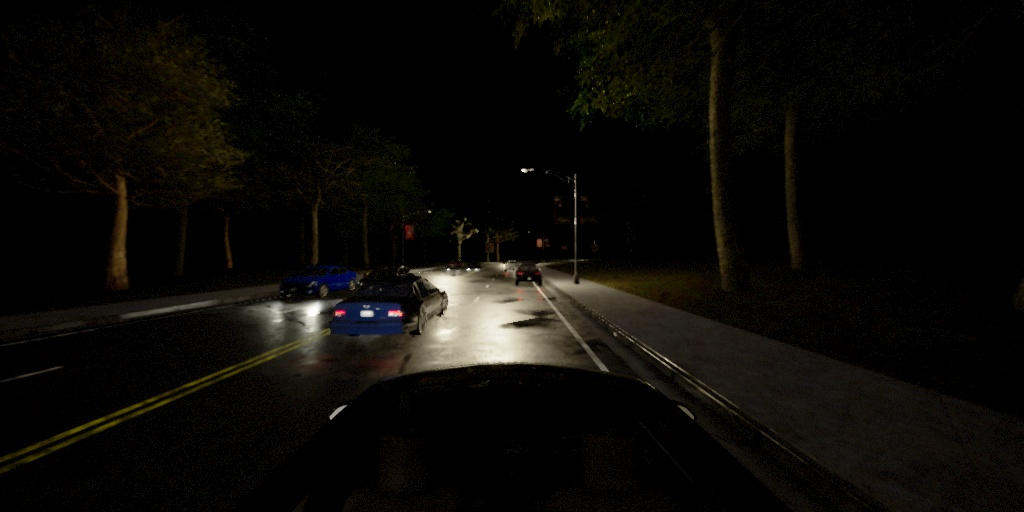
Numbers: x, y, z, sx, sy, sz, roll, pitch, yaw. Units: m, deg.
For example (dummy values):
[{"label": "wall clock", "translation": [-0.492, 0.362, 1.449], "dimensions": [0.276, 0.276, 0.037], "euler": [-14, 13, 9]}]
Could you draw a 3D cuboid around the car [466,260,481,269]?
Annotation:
[{"label": "car", "translation": [-6.454, 1.389, 60.367], "dimensions": [1.994, 1.385, 4.181], "euler": [0, 0, 2]}]

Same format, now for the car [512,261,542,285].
[{"label": "car", "translation": [1.136, 1.294, 25.758], "dimensions": [1.812, 1.442, 4.674], "euler": [0, 0, 0]}]

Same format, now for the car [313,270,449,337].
[{"label": "car", "translation": [-3.151, 1.302, 10.302], "dimensions": [2.033, 1.411, 5.357], "euler": [0, 0, 0]}]

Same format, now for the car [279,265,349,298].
[{"label": "car", "translation": [-9.850, 1.239, 18.624], "dimensions": [1.882, 1.535, 5.008], "euler": [0, 0, 0]}]

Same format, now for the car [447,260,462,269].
[{"label": "car", "translation": [-9.703, 1.354, 60.601], "dimensions": [1.812, 1.442, 4.674], "euler": [0, 0, 2]}]

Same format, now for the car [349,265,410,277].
[{"label": "car", "translation": [-6.599, 1.267, 19.241], "dimensions": [1.837, 1.490, 4.892], "euler": [0, 0, 0]}]

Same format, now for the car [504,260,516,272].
[{"label": "car", "translation": [0.012, 1.326, 46.862], "dimensions": [1.812, 1.442, 4.674], "euler": [0, 0, 0]}]
